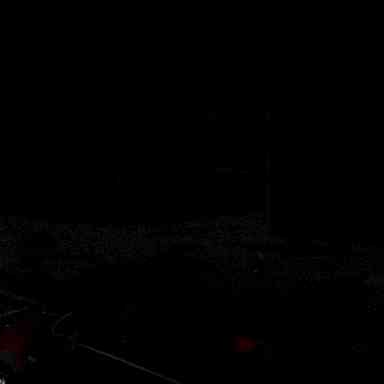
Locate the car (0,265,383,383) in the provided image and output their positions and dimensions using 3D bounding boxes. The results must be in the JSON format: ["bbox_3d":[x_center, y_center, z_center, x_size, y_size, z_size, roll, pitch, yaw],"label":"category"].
[{"bbox_3d":[-0.169,1.444,3.080,4.097,1.590,1.967,0,0,35],"label":"car"}]
